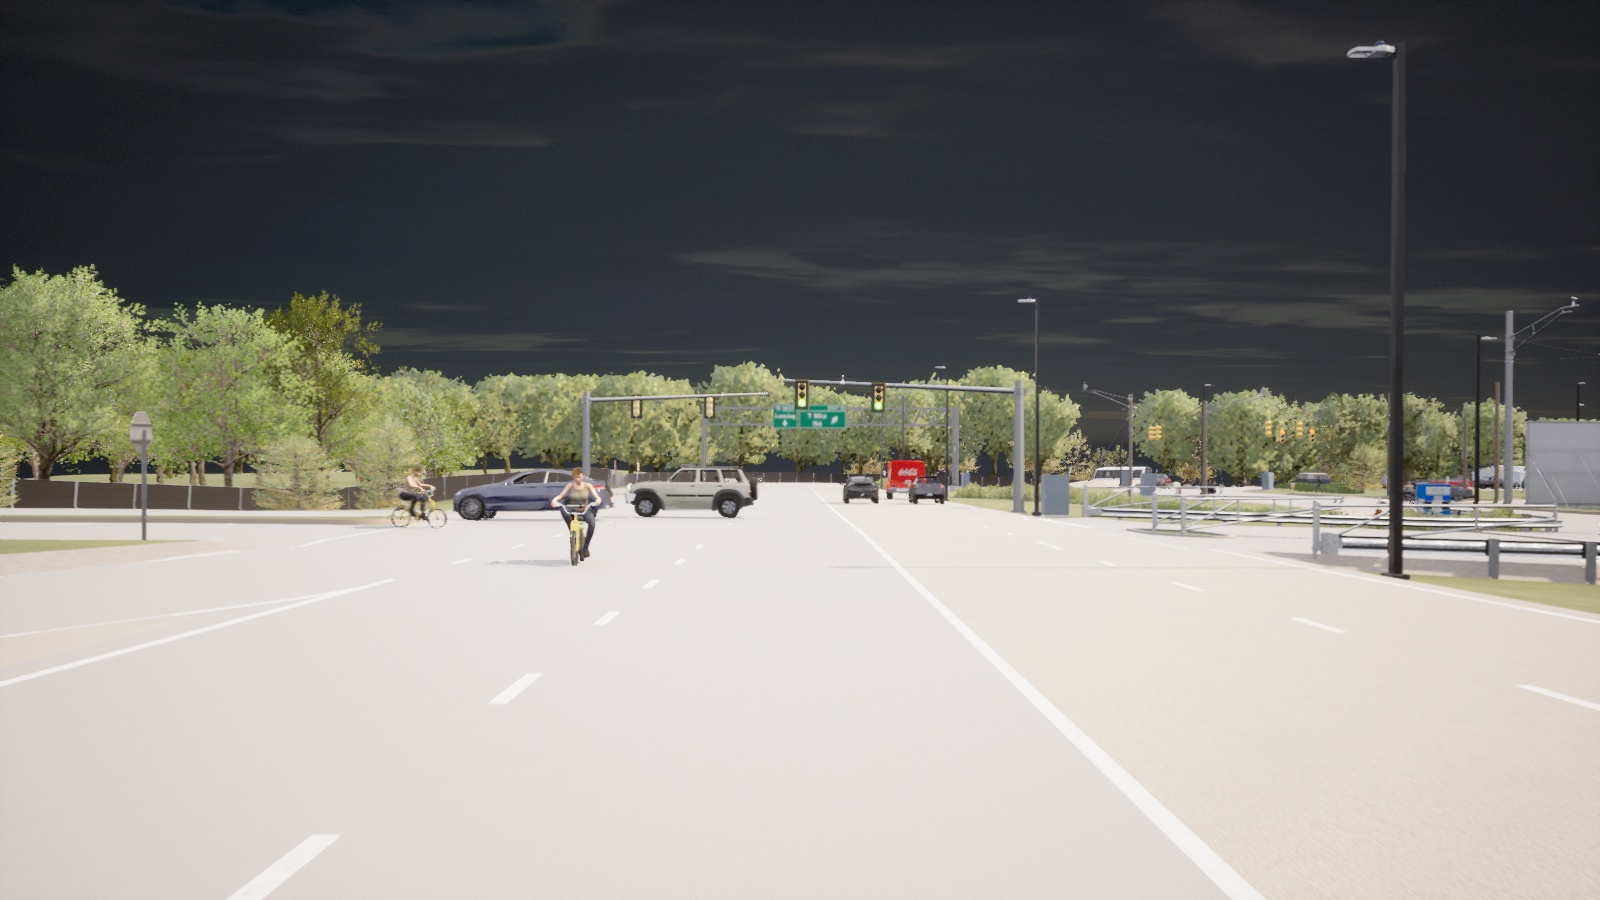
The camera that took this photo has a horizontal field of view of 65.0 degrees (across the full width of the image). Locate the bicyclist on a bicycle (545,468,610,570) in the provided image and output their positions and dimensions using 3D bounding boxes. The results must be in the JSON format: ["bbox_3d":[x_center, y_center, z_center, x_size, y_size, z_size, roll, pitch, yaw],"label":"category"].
[{"bbox_3d":[-3.662,1.116,20.800,0.866,1.612,1.509,-1,-1,-3],"label":"bicyclist on a bicycle"}]

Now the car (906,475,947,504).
[{"bbox_3d":[6.837,2.130,68.119,1.845,1.501,3.633,0,-1,0],"label":"car"}]

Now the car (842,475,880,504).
[{"bbox_3d":[3.334,2.158,69.311,1.837,1.490,4.892,0,-1,0],"label":"car"}]

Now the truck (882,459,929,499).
[{"bbox_3d":[6.803,1.887,81.556,2.627,2.467,5.204,0,-1,0],"label":"truck"}]

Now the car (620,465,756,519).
[{"bbox_3d":[-3.862,1.461,43.823,4.605,1.855,1.932,0,-2,-1],"label":"car"}]

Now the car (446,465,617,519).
[{"bbox_3d":[-8.537,1.345,40.248,5.027,1.651,2.152,0,-1,-1],"label":"car"}]

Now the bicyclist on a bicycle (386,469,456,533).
[{"bbox_3d":[-9.751,1.296,32.362,1.509,1.612,0.866,0,0,6],"label":"bicyclist on a bicycle"}]
